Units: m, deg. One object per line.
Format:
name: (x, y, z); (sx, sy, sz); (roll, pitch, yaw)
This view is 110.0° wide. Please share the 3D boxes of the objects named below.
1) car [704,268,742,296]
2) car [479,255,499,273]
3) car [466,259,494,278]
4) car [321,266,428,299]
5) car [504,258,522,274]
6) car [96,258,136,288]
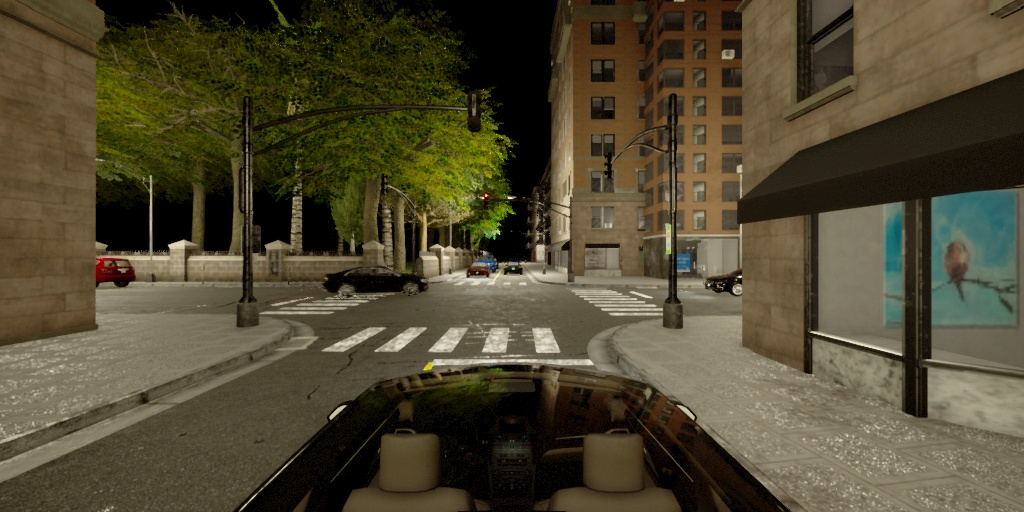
car: (12.684, 1.269, 18.668); (4.892, 1.490, 1.837); (0, 0, 1)
car: (-3.056, 0.929, 42.897); (2.150, 2.045, 5.566); (0, 0, 0)
car: (-3.064, 1.290, 33.589); (1.994, 1.385, 4.181); (0, 0, 0)
car: (-6.664, 1.235, 17.747); (4.902, 1.511, 2.128); (0, 0, -23)
car: (0.135, 1.279, 39.738); (1.994, 1.385, 4.181); (0, 0, 0)
car: (-25.929, 1.033, 21.753); (5.009, 1.841, 2.192); (0, 0, 1)
